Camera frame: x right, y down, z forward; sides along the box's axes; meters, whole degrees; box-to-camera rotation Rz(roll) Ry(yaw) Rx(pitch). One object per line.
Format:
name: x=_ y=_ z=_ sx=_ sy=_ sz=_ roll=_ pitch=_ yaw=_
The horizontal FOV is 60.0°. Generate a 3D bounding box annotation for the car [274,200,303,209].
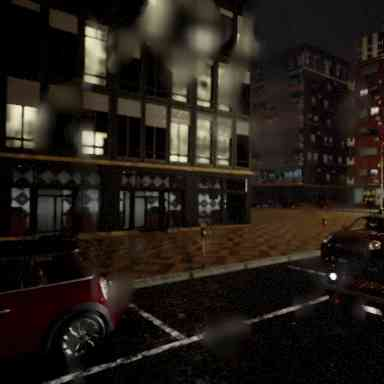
car: x=16.380 y=2.002 z=55.061 sx=1.887 sy=1.381 sz=4.507 roll=1 pitch=-1 yaw=-35

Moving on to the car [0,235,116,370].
car: x=-3.187 y=1.439 z=4.271 sx=4.097 sy=1.590 sz=1.967 roll=0 pitch=1 yaw=-35

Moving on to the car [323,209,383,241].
car: x=6.031 y=1.493 z=10.828 sx=4.097 sy=1.590 sz=1.967 roll=0 pitch=1 yaw=-35

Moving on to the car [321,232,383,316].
car: x=4.750 y=1.637 z=6.746 sx=4.718 sy=1.301 sz=1.895 roll=0 pitch=0 yaw=-35

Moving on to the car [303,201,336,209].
car: x=19.647 y=2.009 z=50.425 sx=1.802 sy=1.307 sz=4.206 roll=1 pitch=-1 yaw=-35

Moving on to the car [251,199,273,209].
car: x=9.528 y=1.843 z=50.237 sx=2.008 sy=1.369 sz=4.403 roll=1 pitch=-1 yaw=-35
